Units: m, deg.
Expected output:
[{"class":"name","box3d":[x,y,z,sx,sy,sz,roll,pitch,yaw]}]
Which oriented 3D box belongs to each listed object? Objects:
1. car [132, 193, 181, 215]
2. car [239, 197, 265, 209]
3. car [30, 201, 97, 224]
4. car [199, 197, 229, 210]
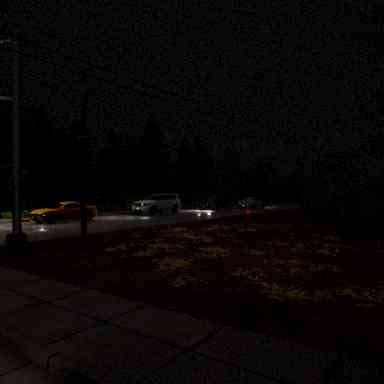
[{"class":"car","box3d":[-3.425,1.174,33.246,2.150,2.045,5.566,0,0,36]},{"class":"car","box3d":[7.557,1.399,41.836,1.812,1.442,4.674,0,0,37]},{"class":"car","box3d":[-9.542,1.484,25.007,1.882,1.535,5.008,0,0,37]},{"class":"car","box3d":[2.799,1.403,41.602,1.837,1.490,4.892,0,0,37]}]
